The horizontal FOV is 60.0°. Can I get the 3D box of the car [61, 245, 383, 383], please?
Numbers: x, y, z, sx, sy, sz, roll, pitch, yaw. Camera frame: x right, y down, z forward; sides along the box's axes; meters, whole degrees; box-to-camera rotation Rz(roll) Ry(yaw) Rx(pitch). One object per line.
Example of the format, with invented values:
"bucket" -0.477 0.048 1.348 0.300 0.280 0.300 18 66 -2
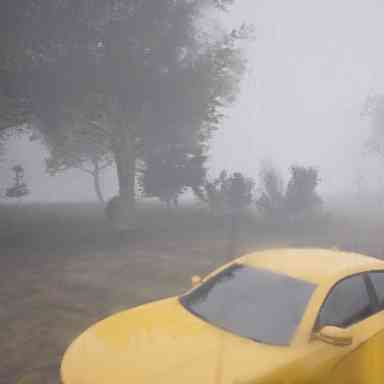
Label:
"car" 1.149 1.456 3.782 5.008 1.535 1.882 0 0 -35
